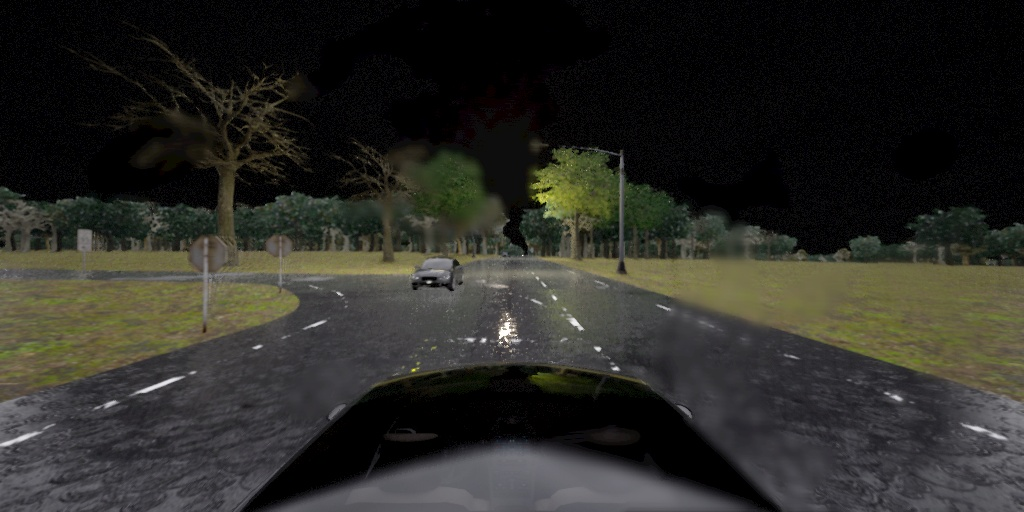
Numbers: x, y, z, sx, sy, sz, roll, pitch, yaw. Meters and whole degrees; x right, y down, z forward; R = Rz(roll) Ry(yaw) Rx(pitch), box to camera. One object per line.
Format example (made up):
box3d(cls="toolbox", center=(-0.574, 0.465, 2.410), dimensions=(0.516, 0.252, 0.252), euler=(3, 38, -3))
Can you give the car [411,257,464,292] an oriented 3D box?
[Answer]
box3d(cls="car", center=(-3.482, 0.809, 17.509), dimensions=(1.837, 1.490, 4.892), euler=(1, 1, 0))
